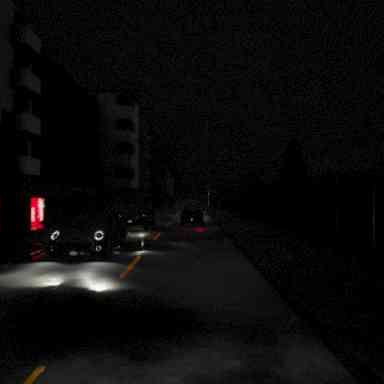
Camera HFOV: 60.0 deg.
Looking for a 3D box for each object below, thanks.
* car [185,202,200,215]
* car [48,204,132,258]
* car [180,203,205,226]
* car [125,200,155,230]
[{"bbox_3d":[0.068,2.192,45.386,1.882,1.535,5.008,0,-1,0],"label":"car"},{"bbox_3d":[-4.091,1.569,13.742,2.097,1.767,4.553,0,-1,0],"label":"car"},{"bbox_3d":[0.021,1.931,27.798,2.128,1.511,4.902,0,-1,1],"label":"car"},{"bbox_3d":[-4.039,1.611,24.686,2.150,2.045,5.566,0,-1,1],"label":"car"}]
